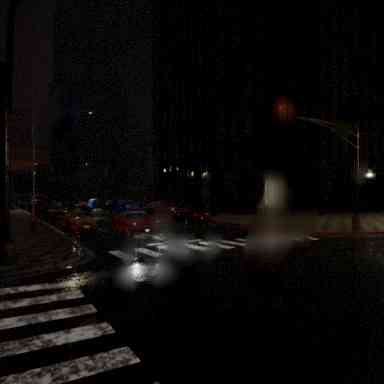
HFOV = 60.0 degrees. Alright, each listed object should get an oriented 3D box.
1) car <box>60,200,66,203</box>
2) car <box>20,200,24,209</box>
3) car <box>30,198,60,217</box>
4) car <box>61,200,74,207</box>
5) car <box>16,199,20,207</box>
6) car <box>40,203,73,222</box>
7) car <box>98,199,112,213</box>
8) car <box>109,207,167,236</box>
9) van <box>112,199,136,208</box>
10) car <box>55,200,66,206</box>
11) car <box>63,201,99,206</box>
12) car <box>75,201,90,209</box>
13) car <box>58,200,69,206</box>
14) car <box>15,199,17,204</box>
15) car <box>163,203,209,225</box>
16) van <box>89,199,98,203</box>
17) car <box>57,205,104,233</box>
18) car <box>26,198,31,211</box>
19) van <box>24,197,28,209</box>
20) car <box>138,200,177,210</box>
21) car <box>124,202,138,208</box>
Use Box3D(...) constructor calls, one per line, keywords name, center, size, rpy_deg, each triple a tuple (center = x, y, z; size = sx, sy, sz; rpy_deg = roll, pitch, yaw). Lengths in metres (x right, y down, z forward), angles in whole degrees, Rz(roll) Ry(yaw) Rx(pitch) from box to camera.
Box3D(name="car", center=(-20.862, 2.322, 50.917), size=(2.033, 1.411, 5.357), rpy_deg=(0, -1, -30))
Box3D(name="car", center=(-29.781, 2.330, 60.837), size=(1.967, 1.590, 4.097), rpy_deg=(-1, 0, -30))
Box3D(name="car", center=(-17.497, 1.891, 39.518), size=(2.192, 1.841, 5.009), rpy_deg=(-1, 0, -30))
Box3D(name="car", center=(-28.200, 2.584, 75.170), size=(1.947, 1.339, 4.313), rpy_deg=(-1, 0, -30))
Box3D(name="car", center=(-37.836, 2.634, 74.815), size=(1.887, 1.381, 4.507), rpy_deg=(-1, 0, -30))
Box3D(name="car", center=(-12.612, 2.000, 31.051), size=(2.008, 1.369, 4.403), rpy_deg=(-1, 0, -30))
Box3D(name="car", center=(-10.484, 1.884, 44.476), size=(2.192, 1.841, 5.009), rpy_deg=(-1, 0, -30))
Box3D(name="car", center=(-3.525, 1.867, 20.637), size=(1.895, 1.301, 4.718), rpy_deg=(0, -1, -28))
Box3D(name="van", center=(-7.949, 1.844, 40.065), size=(1.690, 1.788, 3.998), rpy_deg=(-1, 0, -30))
Box3D(name="car", center=(-33.396, 2.693, 84.185), size=(2.008, 1.369, 4.403), rpy_deg=(-1, 0, -30))
Box3D(name="car", center=(-11.757, 2.029, 34.923), size=(2.033, 1.411, 5.357), rpy_deg=(0, -1, -30))
Box3D(name="car", center=(-20.407, 2.405, 61.649), size=(1.802, 1.307, 4.206), rpy_deg=(-1, 0, -30))
Box3D(name="car", center=(-30.798, 2.646, 79.679), size=(1.947, 1.339, 4.313), rpy_deg=(-1, 0, -30))
Box3D(name="car", center=(-40.520, 2.735, 79.474), size=(1.802, 1.307, 4.206), rpy_deg=(-1, 0, -30))
Box3D(name="car", center=(-0.339, 1.849, 26.833), size=(1.887, 1.381, 4.507), rpy_deg=(-1, 0, -30))
Box3D(name="van", center=(-15.554, 2.041, 53.297), size=(1.690, 1.788, 3.998), rpy_deg=(-1, 0, -30))
Box3D(name="car", center=(-7.649, 1.844, 22.437), size=(1.752, 1.417, 4.829), rpy_deg=(-1, 0, -30))
Box3D(name="car", center=(-22.373, 2.141, 47.983), size=(1.967, 1.590, 4.097), rpy_deg=(-1, 0, -30))
Box3D(name="van", center=(-24.815, 2.104, 52.217), size=(1.690, 1.788, 3.998), rpy_deg=(-1, 0, -30))
Box3D(name="car", center=(-2.879, 1.686, 31.245), size=(2.192, 1.841, 5.009), rpy_deg=(-1, 0, -30))
Box3D(name="car", center=(-5.409, 2.019, 35.654), size=(1.802, 1.307, 4.206), rpy_deg=(-1, 0, -30))
